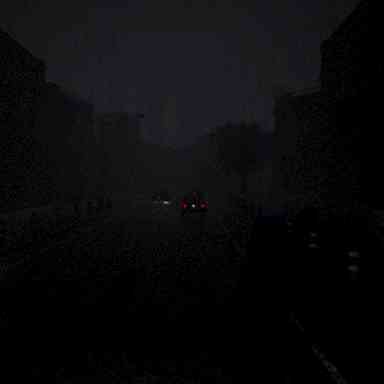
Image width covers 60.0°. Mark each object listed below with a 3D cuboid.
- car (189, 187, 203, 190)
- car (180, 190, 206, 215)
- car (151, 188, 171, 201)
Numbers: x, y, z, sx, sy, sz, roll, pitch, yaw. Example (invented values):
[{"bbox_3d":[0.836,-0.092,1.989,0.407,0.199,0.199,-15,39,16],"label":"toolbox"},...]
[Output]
[{"bbox_3d":[0.490,0.012,42.689,1.994,1.385,4.181,0,3,5],"label":"car"},{"bbox_3d":[0.104,0.873,25.066,2.033,1.411,5.357,0,3,0],"label":"car"},{"bbox_3d":[-3.430,0.288,37.411,1.994,1.385,4.181,0,3,2],"label":"car"}]
